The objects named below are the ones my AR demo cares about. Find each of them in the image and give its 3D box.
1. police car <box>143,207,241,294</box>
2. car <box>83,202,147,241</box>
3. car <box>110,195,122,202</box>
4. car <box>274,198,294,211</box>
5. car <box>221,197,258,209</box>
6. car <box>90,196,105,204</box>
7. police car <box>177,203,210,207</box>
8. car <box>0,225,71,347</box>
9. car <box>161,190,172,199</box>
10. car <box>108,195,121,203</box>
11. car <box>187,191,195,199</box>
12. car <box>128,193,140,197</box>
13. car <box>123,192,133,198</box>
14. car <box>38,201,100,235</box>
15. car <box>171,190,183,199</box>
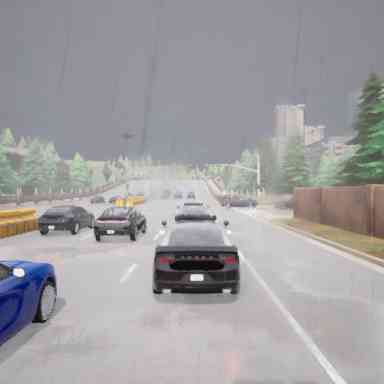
[{"bbox_3d":[0.093,1.422,8.910,1.930,1.638,5.238,0,0,0],"label":"police car"},{"bbox_3d":[-3.422,1.486,16.569,2.128,1.511,4.902,0,0,1],"label":"car"},{"bbox_3d":[-17.604,1.483,77.287,1.994,1.385,4.181,0,0,0],"label":"car"},{"bbox_3d":[12.445,1.477,40.326,4.902,1.511,2.128,0,0,-1],"label":"car"},{"bbox_3d":[6.383,1.477,44.519,4.902,1.511,2.128,0,0,11],"label":"car"},{"bbox_3d":[-17.595,1.484,61.960,1.837,1.490,4.892,0,0,0],"label":"car"},{"bbox_3d":[0.084,1.418,18.813,1.930,1.638,5.238,0,0,0],"label":"police car"},{"bbox_3d":[-3.404,1.476,4.106,1.882,1.535,5.008,0,0,0],"label":"car"},{"bbox_3d":[-7.175,1.041,88.574,1.994,1.385,4.181,0,4,0],"label":"car"},{"bbox_3d":[-14.094,1.526,61.913,2.033,1.411,5.357,0,0,1],"label":"car"},{"bbox_3d":[-0.172,0.873,88.174,2.097,1.767,4.553,0,3,0],"label":"car"},{"bbox_3d":[-14.105,1.457,77.479,2.128,1.511,4.902,0,1,0],"label":"car"},{"bbox_3d":[-17.702,0.700,92.793,1.895,1.301,4.718,0,4,0],"label":"car"},{"bbox_3d":[-6.915,1.498,18.770,1.837,1.490,4.892,0,0,0],"label":"car"},{"bbox_3d":[-3.672,0.873,88.152,2.097,1.767,4.553,0,3,0],"label":"car"}]
